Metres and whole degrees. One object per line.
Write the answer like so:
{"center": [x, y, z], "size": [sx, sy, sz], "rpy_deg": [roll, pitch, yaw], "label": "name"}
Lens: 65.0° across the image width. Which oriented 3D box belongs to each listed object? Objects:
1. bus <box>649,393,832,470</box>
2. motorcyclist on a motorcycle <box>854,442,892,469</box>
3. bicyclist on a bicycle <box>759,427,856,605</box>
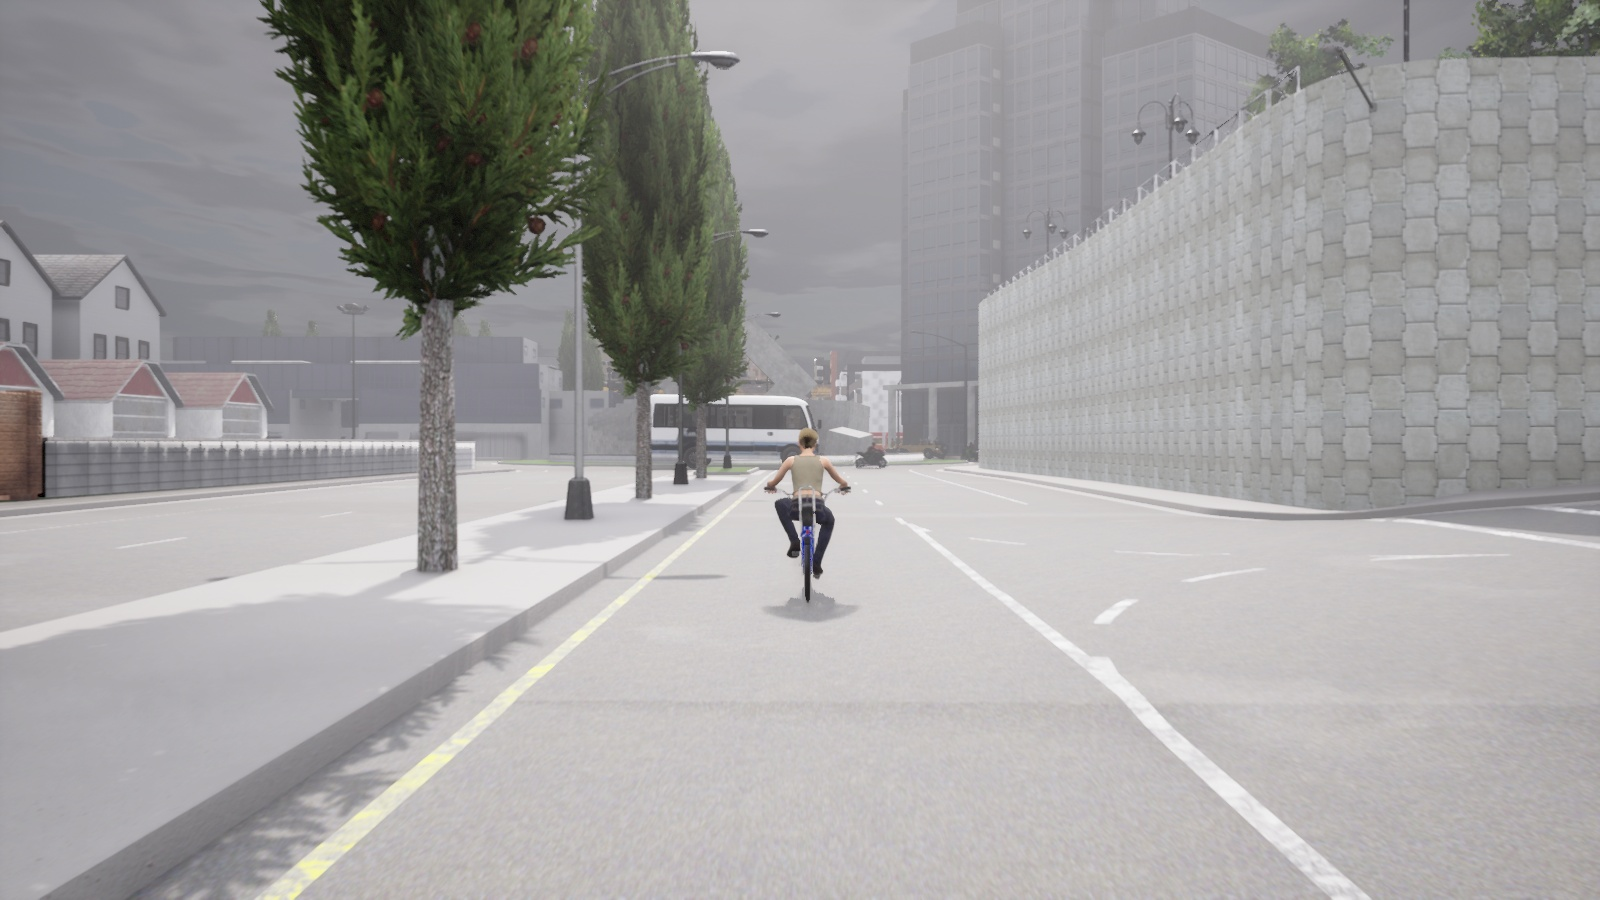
{"center": [-3.371, -1.058, 73.469], "size": [10.273, 4.253, 3.944], "rpy_deg": [1, 0, 3], "label": "bus"}
{"center": [4.170, 0.316, 71.867], "size": [2.044, 1.523, 0.797], "rpy_deg": [0, 0, -22], "label": "motorcyclist on a motorcycle"}
{"center": [0.075, 0.592, 12.102], "size": [0.866, 1.612, 1.509], "rpy_deg": [0, 0, 1], "label": "bicyclist on a bicycle"}
